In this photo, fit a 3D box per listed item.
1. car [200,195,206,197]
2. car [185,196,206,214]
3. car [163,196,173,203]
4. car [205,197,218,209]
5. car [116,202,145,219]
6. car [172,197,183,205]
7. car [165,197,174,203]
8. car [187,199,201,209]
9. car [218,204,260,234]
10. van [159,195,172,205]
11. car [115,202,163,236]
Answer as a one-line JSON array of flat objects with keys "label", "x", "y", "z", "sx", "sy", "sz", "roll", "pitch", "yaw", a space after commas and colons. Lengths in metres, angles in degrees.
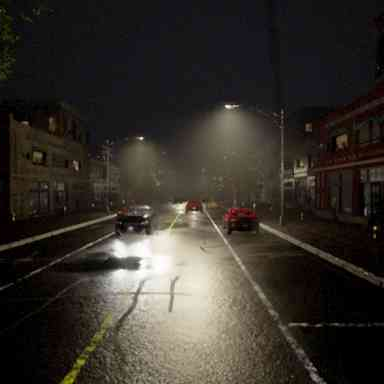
[{"label": "car", "x": 3.003, "y": 1.768, "z": 69.299, "sx": 1.887, "sy": 1.381, "sz": 4.507, "roll": -1, "pitch": 0, "yaw": 0}, {"label": "car", "x": 0.259, "y": 1.600, "z": 37.695, "sx": 1.882, "sy": 1.535, "sz": 5.008, "roll": 0, "pitch": 0, "yaw": 1}, {"label": "car", "x": -5.353, "y": 1.680, "z": 74.881, "sx": 1.967, "sy": 1.590, "sz": 4.097, "roll": 0, "pitch": 0, "yaw": 0}, {"label": "car", "x": 2.903, "y": 1.678, "z": 47.293, "sx": 1.752, "sy": 1.417, "sz": 4.829, "roll": -1, "pitch": 0, "yaw": 0}, {"label": "car", "x": -5.554, "y": 1.681, "z": 30.529, "sx": 1.802, "sy": 1.307, "sz": 4.206, "roll": 0, "pitch": 0, "yaw": 0}, {"label": "car", "x": -2.708, "y": 1.696, "z": 64.414, "sx": 1.882, "sy": 1.535, "sz": 5.008, "roll": 0, "pitch": 0, "yaw": 0}, {"label": "car", "x": -5.327, "y": 1.840, "z": 80.424, "sx": 1.802, "sy": 1.307, "sz": 4.206, "roll": 0, "pitch": 0, "yaw": 0}, {"label": "car", "x": 0.299, "y": 1.719, "z": 47.910, "sx": 1.994, "sy": 1.385, "sz": 4.181, "roll": 0, "pitch": 0, "yaw": 0}, {"label": "car", "x": 2.775, "y": 1.609, "z": 19.403, "sx": 1.887, "sy": 1.381, "sz": 4.507, "roll": -1, "pitch": 0, "yaw": 0}, {"label": "van", "x": -5.404, "y": 1.546, "z": 63.793, "sx": 1.690, "sy": 1.788, "sz": 3.998, "roll": 0, "pitch": 0, "yaw": 0}, {"label": "car", "x": -3.016, "y": 1.553, "z": 18.843, "sx": 2.128, "sy": 1.511, "sz": 4.902, "roll": 0, "pitch": 0, "yaw": 0}]
